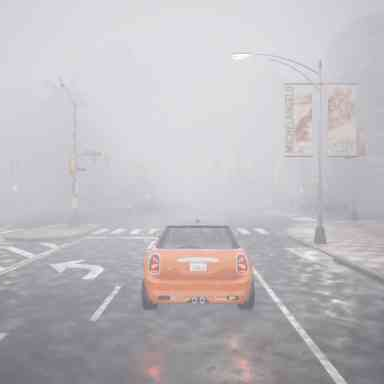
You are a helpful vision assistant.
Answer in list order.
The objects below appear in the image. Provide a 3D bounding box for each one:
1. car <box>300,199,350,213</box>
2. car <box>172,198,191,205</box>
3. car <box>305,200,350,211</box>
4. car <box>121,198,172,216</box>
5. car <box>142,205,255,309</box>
[{"bbox_3d":[14.420,1.478,36.388,5.008,1.535,1.882,0,0,1],"label":"car"},{"bbox_3d":[-2.532,1.491,40.070,4.902,1.511,2.128,0,0,1],"label":"car"},{"bbox_3d":[16.174,1.601,39.869,4.718,1.301,1.895,0,0,1],"label":"car"},{"bbox_3d":[-4.739,1.352,33.024,4.553,1.767,2.097,0,0,-32],"label":"car"},{"bbox_3d":[0.116,1.352,8.019,2.097,1.767,4.553,0,0,0],"label":"car"}]
